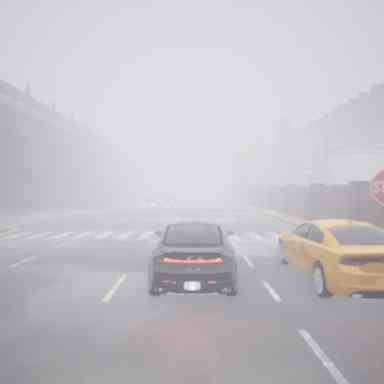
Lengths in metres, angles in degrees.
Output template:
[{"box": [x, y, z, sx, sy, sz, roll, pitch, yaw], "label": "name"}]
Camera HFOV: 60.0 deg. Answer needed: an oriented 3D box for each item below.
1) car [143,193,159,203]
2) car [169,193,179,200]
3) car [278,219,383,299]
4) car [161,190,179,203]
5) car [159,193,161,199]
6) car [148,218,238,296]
[{"box": [-7.149, 1.133, 56.383, 1.895, 1.301, 4.718, 0, 0, -1], "label": "car"}, {"box": [-3.882, 0.917, 73.256, 2.128, 1.511, 4.902, 0, 0, -1], "label": "car"}, {"box": [3.560, 1.407, 8.335, 1.882, 1.535, 5.008, 0, 0, 0], "label": "car"}, {"box": [-3.655, 0.748, 56.999, 2.150, 2.045, 5.566, 0, 0, -1], "label": "car"}, {"box": [-7.378, 0.872, 72.945, 1.882, 1.535, 5.008, 0, 0, -1], "label": "car"}, {"box": [0.056, 1.434, 8.441, 1.837, 1.490, 4.892, 0, 0, 1], "label": "car"}]
